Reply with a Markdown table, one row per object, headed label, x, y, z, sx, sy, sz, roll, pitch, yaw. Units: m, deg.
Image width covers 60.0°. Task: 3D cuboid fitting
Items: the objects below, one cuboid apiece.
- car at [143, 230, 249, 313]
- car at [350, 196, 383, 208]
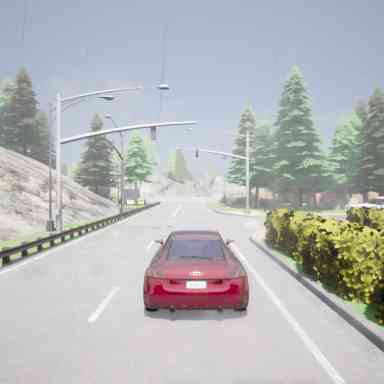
| label | x | y | z | sx | sy | sz | roll | pitch | yaw |
| --- | --- | --- | --- | --- | --- | --- | --- | --- | --- |
| car | 0.070 | 1.564 | 7.731 | 1.994 | 1.385 | 4.181 | 0 | 0 | 0 |
| car | 16.090 | 1.384 | 27.836 | 5.566 | 2.045 | 2.150 | 0 | 0 | 0 |
